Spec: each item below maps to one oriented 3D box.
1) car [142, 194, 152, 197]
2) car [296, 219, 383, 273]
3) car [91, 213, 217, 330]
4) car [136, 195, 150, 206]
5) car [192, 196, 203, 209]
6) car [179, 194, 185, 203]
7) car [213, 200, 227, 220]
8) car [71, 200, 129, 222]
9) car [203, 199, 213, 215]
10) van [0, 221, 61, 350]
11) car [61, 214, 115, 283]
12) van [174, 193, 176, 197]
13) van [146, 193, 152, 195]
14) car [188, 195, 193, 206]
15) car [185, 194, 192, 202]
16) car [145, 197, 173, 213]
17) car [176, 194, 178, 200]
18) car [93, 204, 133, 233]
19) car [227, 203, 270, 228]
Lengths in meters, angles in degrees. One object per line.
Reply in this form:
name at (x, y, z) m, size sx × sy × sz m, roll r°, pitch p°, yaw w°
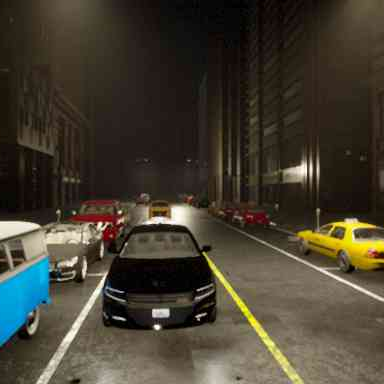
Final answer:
car at (-8.718, 1.540, 59.760) m, size 1.947 × 1.339 × 4.313 m, roll 0°, pitch 0°, yaw -6°
car at (4.865, 1.514, 10.498) m, size 1.752 × 1.417 × 4.829 m, roll 0°, pitch 0°, yaw -6°
car at (-0.699, 1.472, 7.283) m, size 1.882 × 1.535 × 5.008 m, roll 0°, pitch 0°, yaw -6°
car at (-8.149, 1.557, 54.170) m, size 1.802 × 1.307 × 4.206 m, roll 0°, pitch 0°, yaw -6°
car at (1.468, 1.538, 43.869) m, size 1.947 × 1.339 × 4.313 m, roll 0°, pitch 0°, yaw -6°
car at (-0.808, 1.283, 66.228) m, size 2.192 × 1.841 × 5.009 m, roll 0°, pitch 0°, yaw -6°
car at (3.175, 1.559, 27.099) m, size 1.802 × 1.307 × 4.206 m, roll 0°, pitch 0°, yaw -6°
car at (-4.167, 1.305, 15.044) m, size 2.192 × 1.841 × 5.009 m, roll 0°, pitch 0°, yaw -6°
car at (2.589, 1.499, 32.858) m, size 1.752 × 1.417 × 4.829 m, roll 0°, pitch 0°, yaw -6°
van at (-3.029, 1.340, 3.865) m, size 1.690 × 1.788 × 3.998 m, roll 0°, pitch 0°, yaw -6°
car at (-3.598, 1.545, 9.454) m, size 2.008 × 1.369 × 4.403 m, roll 0°, pitch 0°, yaw -6°
van at (-3.083, 1.308, 88.588) m, size 1.690 × 1.788 × 3.998 m, roll 0°, pitch 0°, yaw -6°
van at (-9.287, 1.314, 65.349) m, size 1.690 × 1.788 × 3.998 m, roll 0°, pitch 0°, yaw -6°
car at (0.899, 1.515, 49.459) m, size 1.887 × 1.381 × 4.507 m, roll 0°, pitch 0°, yaw -6°
car at (0.330, 1.410, 55.048) m, size 1.967 × 1.590 × 4.097 m, roll 0°, pitch 0°, yaw -6°
car at (-2.745, 1.457, 28.355) m, size 1.882 × 1.535 × 5.008 m, roll 0°, pitch 0°, yaw -6°
car at (-1.945, 1.518, 77.408) m, size 2.008 × 1.369 × 4.403 m, roll 0°, pitch 0°, yaw -6°
car at (-4.719, 1.512, 20.464) m, size 1.752 × 1.417 × 4.829 m, roll 0°, pitch 0°, yaw -6°
car at (3.744, 1.563, 21.509) m, size 1.802 × 1.307 × 4.206 m, roll 0°, pitch 0°, yaw -6°
